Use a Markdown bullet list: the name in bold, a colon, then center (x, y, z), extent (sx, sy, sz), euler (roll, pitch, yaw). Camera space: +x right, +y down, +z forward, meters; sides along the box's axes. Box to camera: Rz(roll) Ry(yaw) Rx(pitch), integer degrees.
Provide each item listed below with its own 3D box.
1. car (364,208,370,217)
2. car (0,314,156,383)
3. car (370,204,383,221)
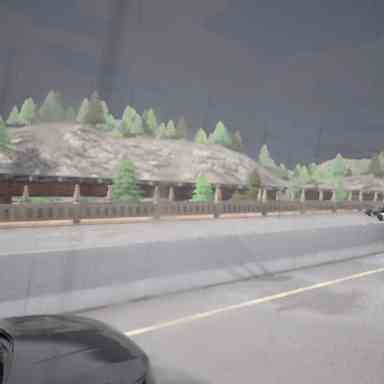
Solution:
- **car**: center (20.824, 1.981, 35.994), extent (5.357, 1.411, 2.033), euler (1, 0, -35)
- **car**: center (-2.526, 1.506, 1.946), extent (4.892, 1.490, 1.837), euler (0, 0, -35)
- **car**: center (18.738, 1.865, 30.222), extent (4.902, 1.511, 2.128), euler (1, 0, -35)
